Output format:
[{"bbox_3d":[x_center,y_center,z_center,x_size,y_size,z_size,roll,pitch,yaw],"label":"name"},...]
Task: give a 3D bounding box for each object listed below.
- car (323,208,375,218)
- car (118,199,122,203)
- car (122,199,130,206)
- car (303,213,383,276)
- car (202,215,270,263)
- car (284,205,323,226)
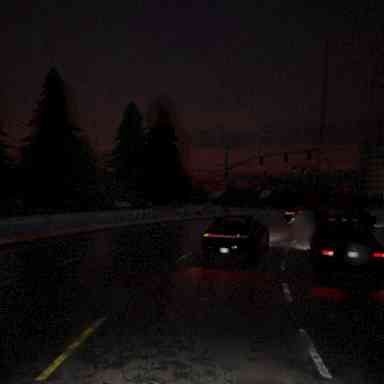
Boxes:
[{"bbox_3d":[10.821,1.766,22.304,2.033,1.411,5.357,0,-1,39],"label":"car"},{"bbox_3d":[-17.163,2.312,84.387,1.994,1.385,4.181,0,-1,-40],"label":"car"},{"bbox_3d":[-11.544,2.062,66.926,2.097,1.767,4.553,0,-1,-40],"label":"car"},{"bbox_3d":[4.828,1.654,10.799,2.033,1.411,5.357,0,-1,18],"label":"car"},{"bbox_3d":[1.793,1.617,12.628,2.128,1.511,4.902,0,0,19],"label":"car"},{"bbox_3d":[8.650,1.738,25.092,2.128,1.511,4.902,-1,-1,41],"label":"car"}]
